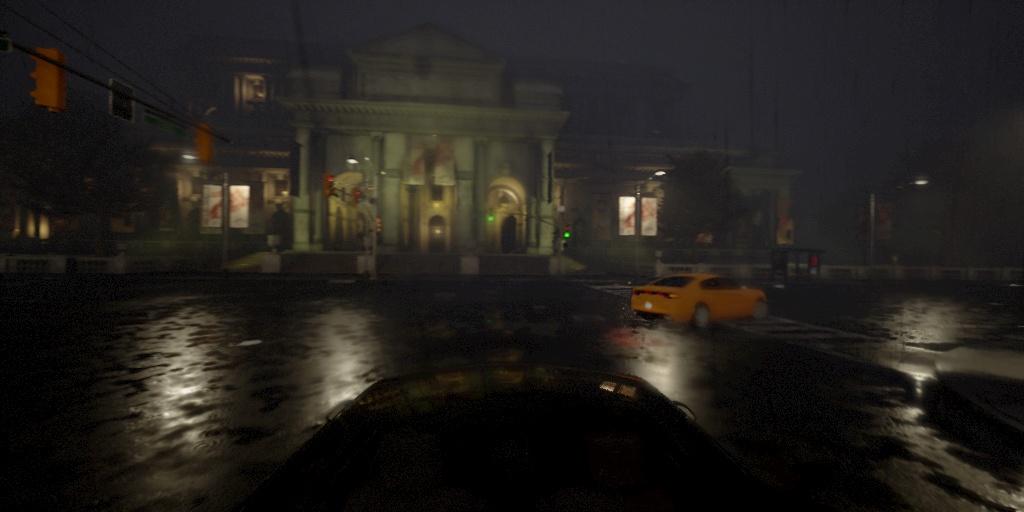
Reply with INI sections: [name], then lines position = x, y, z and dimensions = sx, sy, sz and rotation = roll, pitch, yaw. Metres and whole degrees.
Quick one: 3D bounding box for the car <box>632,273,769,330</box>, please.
[car]
position = 6.092, 1.303, 11.490
dimensions = 5.008, 1.535, 1.882
rotation = 1, -1, -29
